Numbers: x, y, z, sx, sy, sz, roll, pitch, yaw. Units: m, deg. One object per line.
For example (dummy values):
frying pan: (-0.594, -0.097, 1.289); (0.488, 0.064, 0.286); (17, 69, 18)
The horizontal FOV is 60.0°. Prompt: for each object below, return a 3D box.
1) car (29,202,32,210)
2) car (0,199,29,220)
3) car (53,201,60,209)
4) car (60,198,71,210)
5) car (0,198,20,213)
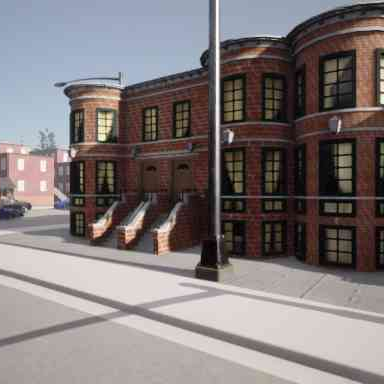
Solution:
car: (-18.767, 1.481, 33.567); (2.128, 1.511, 4.902); (0, 0, 36)
car: (-15.760, 1.539, 25.346); (2.033, 1.411, 5.357); (0, 0, 35)
car: (-15.729, 1.466, 43.828); (1.882, 1.535, 5.008); (0, 0, 35)
car: (-13.327, 1.588, 41.167); (1.895, 1.301, 4.718); (0, 0, 36)
car: (-21.446, 1.493, 35.850); (1.837, 1.490, 4.892); (0, 0, 35)
